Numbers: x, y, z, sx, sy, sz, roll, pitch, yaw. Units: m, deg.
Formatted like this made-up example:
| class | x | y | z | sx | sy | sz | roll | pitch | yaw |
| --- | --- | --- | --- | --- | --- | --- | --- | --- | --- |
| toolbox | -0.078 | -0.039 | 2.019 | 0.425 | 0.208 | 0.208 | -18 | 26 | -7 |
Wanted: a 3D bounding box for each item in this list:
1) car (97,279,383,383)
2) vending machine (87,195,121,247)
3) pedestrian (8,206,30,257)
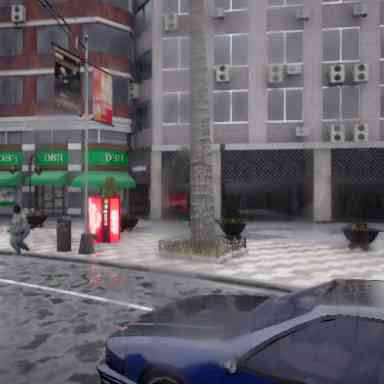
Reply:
| class | x | y | z | sx | sy | sz | roll | pitch | yaw |
| --- | --- | --- | --- | --- | --- | --- | --- | --- | --- |
| car | 1.657 | 1.547 | 2.794 | 5.357 | 1.411 | 2.033 | 0 | 0 | 33 |
| vending machine | -3.733 | 1.192 | 14.134 | 0.880 | 2.100 | 1.100 | 0 | 0 | 24 |
| pedestrian | -5.927 | 1.286 | 11.405 | 0.375 | 1.860 | 0.375 | 0 | 0 | 23 |
